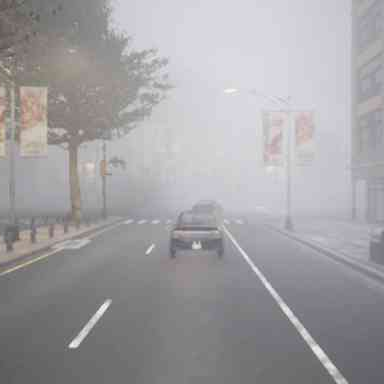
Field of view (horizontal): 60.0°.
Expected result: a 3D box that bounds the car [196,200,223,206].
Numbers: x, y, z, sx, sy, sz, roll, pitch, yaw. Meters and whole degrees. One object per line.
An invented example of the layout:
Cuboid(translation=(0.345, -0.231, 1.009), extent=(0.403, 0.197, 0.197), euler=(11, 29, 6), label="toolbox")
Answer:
Cuboid(translation=(1.546, 1.435, 30.038), extent=(1.882, 1.535, 5.008), euler=(-1, 0, 18), label="car")

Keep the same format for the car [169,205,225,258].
Cuboid(translation=(0.188, 1.472, 12.692), extent=(2.128, 1.511, 4.902), euler=(0, 0, 1), label="car")
